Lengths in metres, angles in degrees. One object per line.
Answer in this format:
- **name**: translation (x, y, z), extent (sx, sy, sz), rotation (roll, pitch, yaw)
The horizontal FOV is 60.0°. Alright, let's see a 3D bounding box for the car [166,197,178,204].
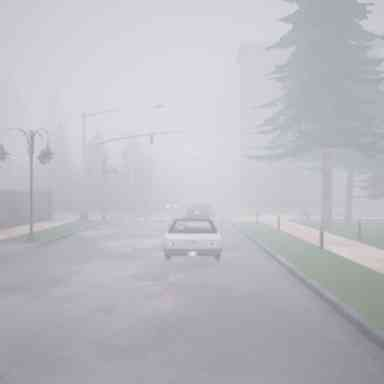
- **car**: translation (-3.614, 1.597, 61.179), extent (1.895, 1.301, 4.718), rotation (0, 0, 1)

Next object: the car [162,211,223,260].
- **car**: translation (0.038, 1.594, 12.354), extent (1.895, 1.301, 4.718), rotation (0, 0, 1)

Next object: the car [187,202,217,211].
- **car**: translation (0.890, 1.556, 28.170), extent (1.994, 1.385, 4.181), rotation (0, 0, 13)
